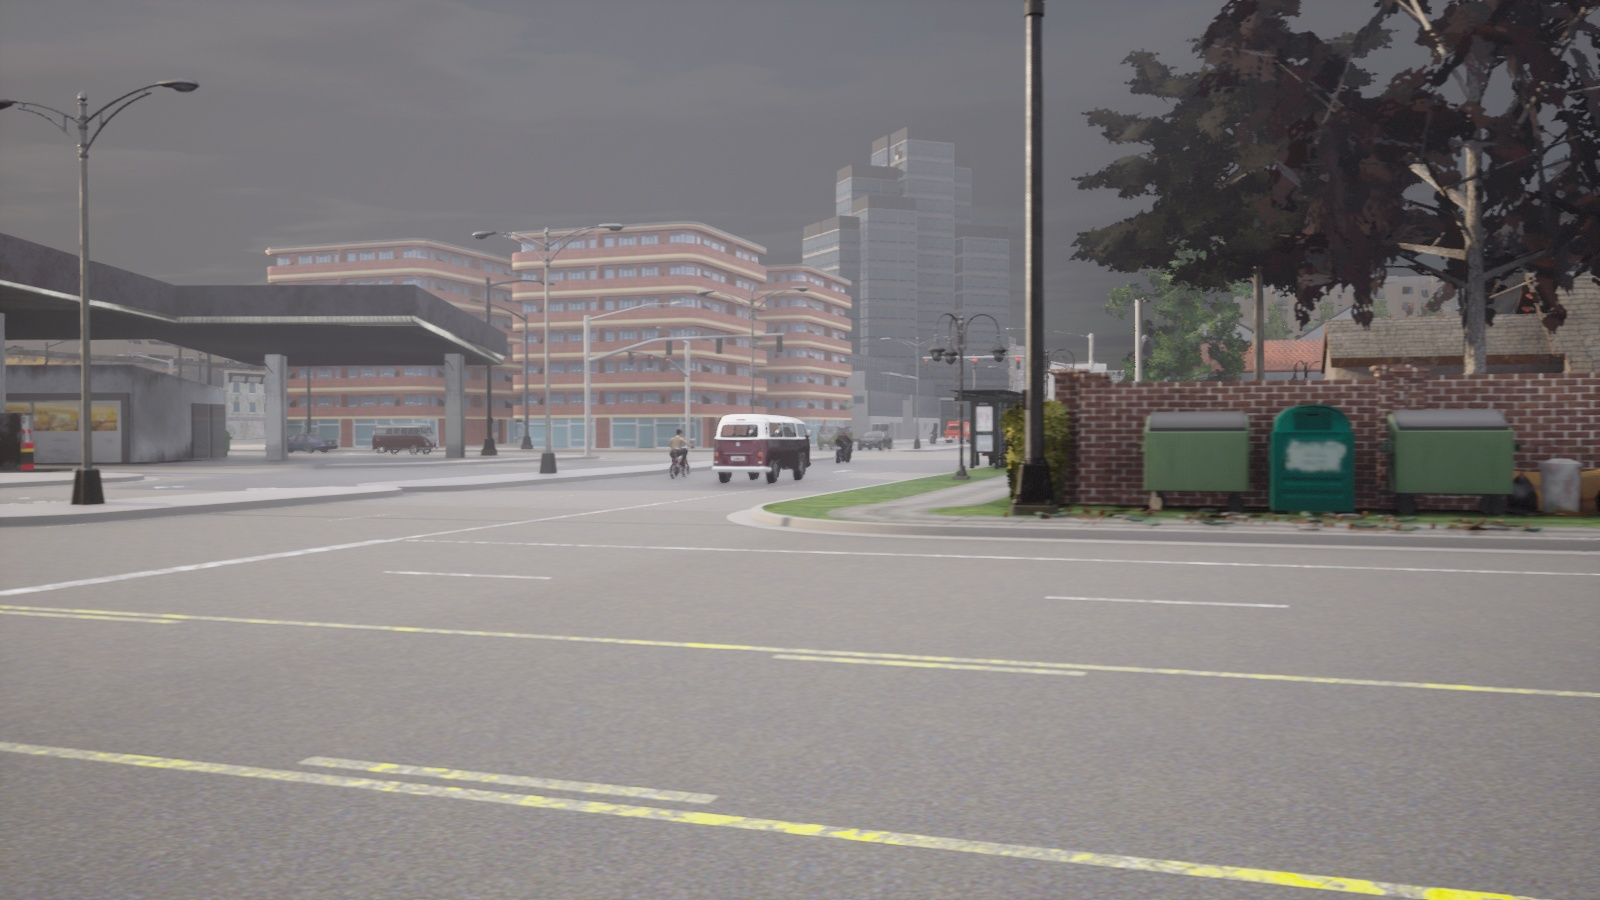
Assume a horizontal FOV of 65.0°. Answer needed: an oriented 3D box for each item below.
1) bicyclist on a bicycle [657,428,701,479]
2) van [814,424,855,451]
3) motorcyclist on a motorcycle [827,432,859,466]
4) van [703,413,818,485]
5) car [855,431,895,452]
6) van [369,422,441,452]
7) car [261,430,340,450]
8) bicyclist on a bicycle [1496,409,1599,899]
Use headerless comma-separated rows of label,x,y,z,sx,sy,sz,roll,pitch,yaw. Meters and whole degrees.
bicyclist on a bicycle,-3.924,0.095,40.838,0.866,1.612,1.509,1,1,18
van,2.688,-0.960,96.785,1.775,1.987,4.442,1,1,20
motorcyclist on a motorcycle,2.026,-0.072,58.775,0.866,1.530,2.191,1,1,18
van,-1.121,-0.066,38.185,2.069,2.038,4.480,1,1,18
car,5.705,-0.672,95.229,1.837,1.490,4.892,1,1,18
van,-26.872,-0.889,85.416,4.442,1.987,1.775,1,1,17
car,-36.657,-0.738,92.162,5.357,1.411,2.033,1,1,17
bicyclist on a bicycle,2.286,0.733,2.418,1.509,1.612,0.866,1,1,18
